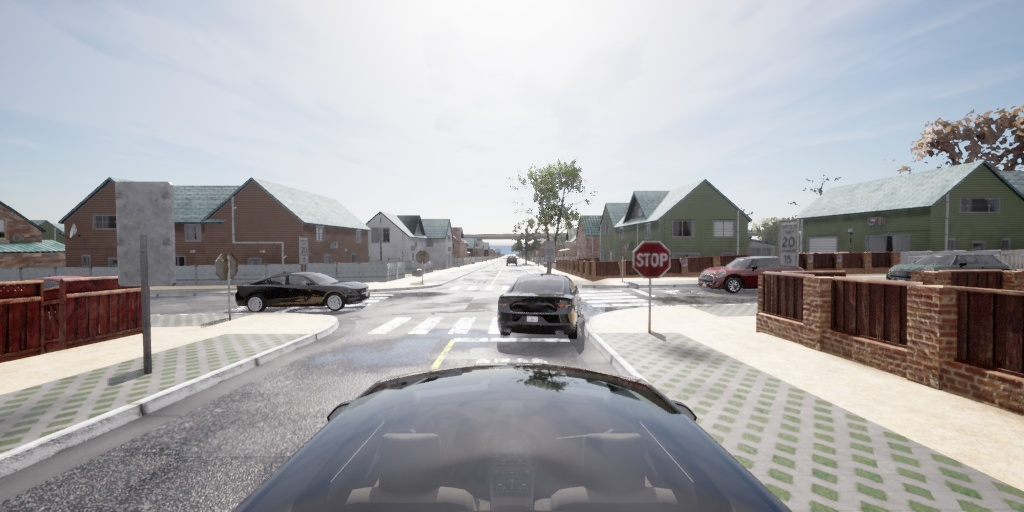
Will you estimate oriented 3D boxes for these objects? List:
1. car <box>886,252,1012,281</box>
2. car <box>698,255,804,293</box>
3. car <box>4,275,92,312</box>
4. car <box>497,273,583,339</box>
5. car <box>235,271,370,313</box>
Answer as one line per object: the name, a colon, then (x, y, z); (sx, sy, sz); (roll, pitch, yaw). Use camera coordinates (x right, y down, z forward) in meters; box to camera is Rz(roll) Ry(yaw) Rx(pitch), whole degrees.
car: (21.693, 0.646, 17.908); (4.553, 1.767, 2.097); (-1, 2, 0)
car: (11.798, 0.820, 17.831); (4.553, 1.767, 2.097); (-1, 2, 0)
car: (-18.028, 1.546, 14.670); (5.008, 1.535, 1.882); (-1, 2, 0)
car: (0.953, 1.224, 10.216); (1.882, 1.535, 5.008); (0, 0, 12)
car: (-8.475, 1.376, 14.738); (5.008, 1.535, 1.882); (-1, 2, 0)
